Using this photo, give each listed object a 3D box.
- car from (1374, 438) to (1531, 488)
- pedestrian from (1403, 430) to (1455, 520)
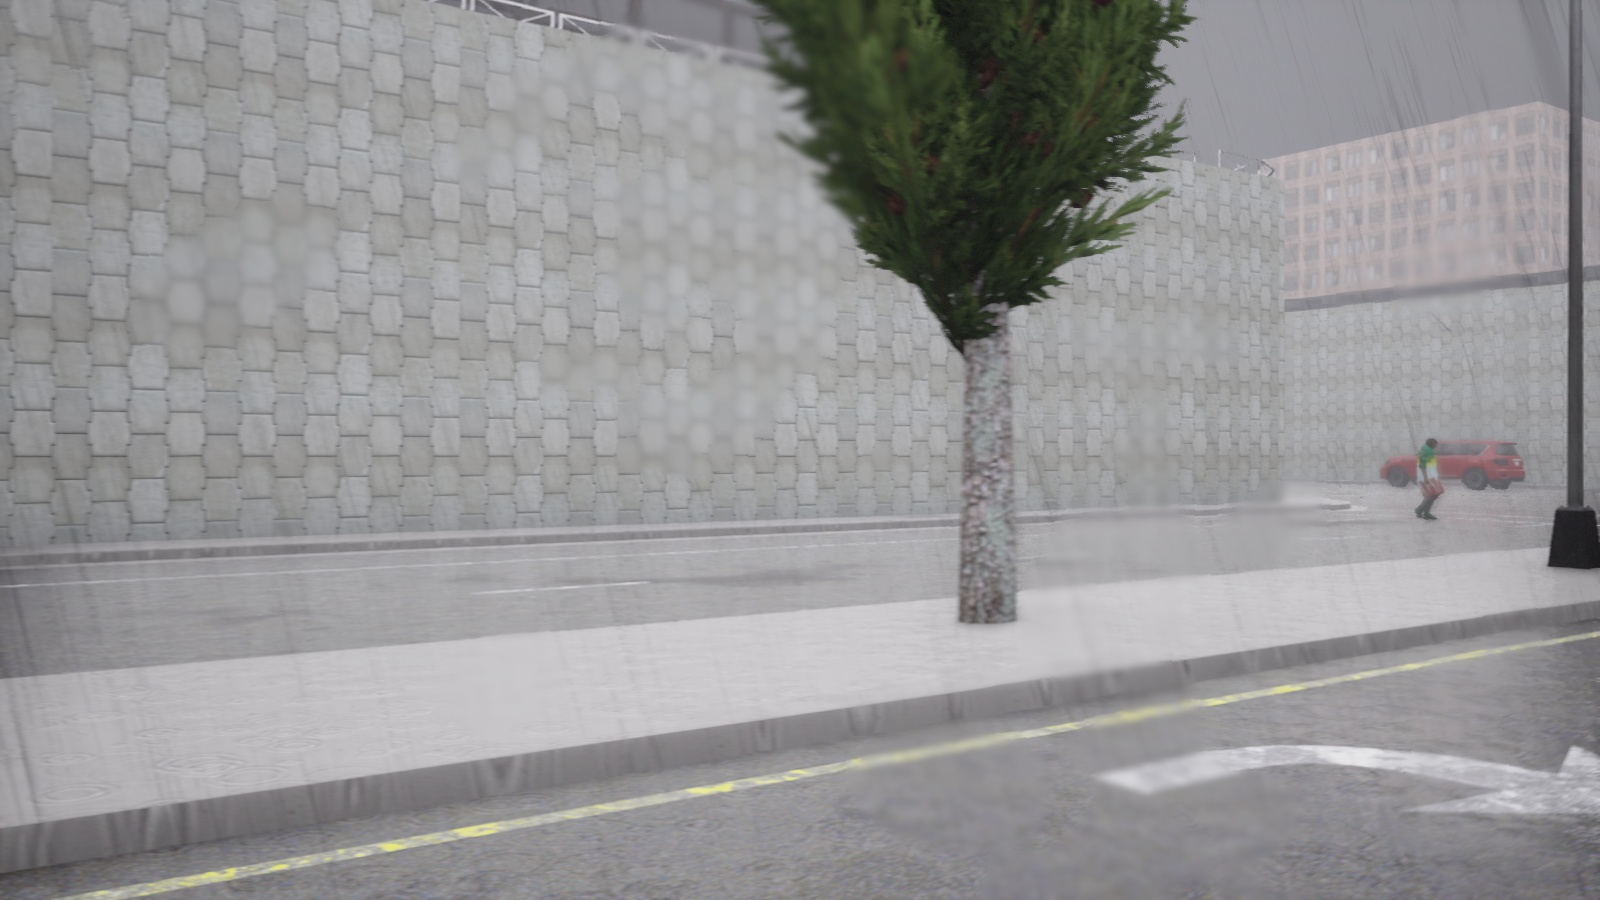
[{"bbox_3d":[27.758,0.537,53.637,2.150,2.045,5.566,0,0,-34],"label":"car"},{"bbox_3d":[13.927,0.553,27.805,0.873,1.952,0.659,0,0,43],"label":"pedestrian"}]
